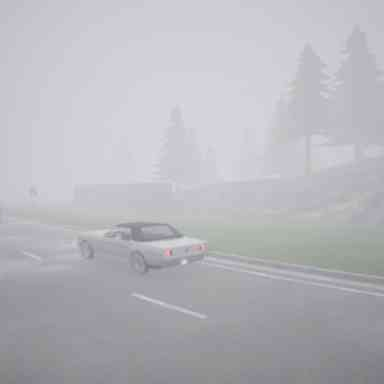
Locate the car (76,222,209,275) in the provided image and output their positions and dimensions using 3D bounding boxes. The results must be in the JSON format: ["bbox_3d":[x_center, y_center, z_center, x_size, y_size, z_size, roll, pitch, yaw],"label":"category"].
[{"bbox_3d":[-1.798,1.613,10.601,4.718,1.301,1.895,0,0,44],"label":"car"}]

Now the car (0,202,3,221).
[{"bbox_3d":[-16.691,1.213,26.224,2.150,2.045,5.566,0,0,-43],"label":"car"}]
